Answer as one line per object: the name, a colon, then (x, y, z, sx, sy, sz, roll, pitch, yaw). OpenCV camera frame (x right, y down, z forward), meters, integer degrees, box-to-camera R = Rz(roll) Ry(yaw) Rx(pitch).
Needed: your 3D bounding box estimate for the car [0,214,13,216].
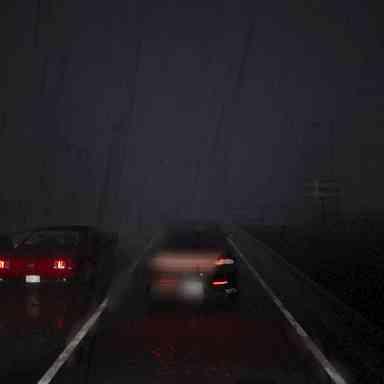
car: (-6.939, 1.547, 8.791, 2.033, 1.411, 5.357, 0, 0, 0)

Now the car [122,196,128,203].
car: (-14.992, 1.552, 71.552, 1.994, 1.385, 4.181, 0, 0, 0)

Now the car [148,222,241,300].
car: (0.058, 1.492, 8.366, 2.128, 1.511, 4.902, 0, 0, 0)

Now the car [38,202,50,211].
car: (-19.340, 1.477, 39.062, 5.008, 1.535, 1.882, 0, 0, -1)

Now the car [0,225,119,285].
car: (-3.434, 1.601, 9.452, 1.895, 1.301, 4.718, 0, 0, 0)

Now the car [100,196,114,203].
car: (-18.492, 1.524, 72.229, 1.812, 1.442, 4.674, 0, 0, 0)

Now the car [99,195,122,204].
car: (-14.995, 1.352, 61.514, 2.097, 1.767, 4.553, 0, 0, 0)

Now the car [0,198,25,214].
car: (-19.358, 1.491, 32.061, 4.902, 1.511, 2.128, 0, 0, -1)

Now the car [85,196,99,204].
car: (-18.493, 1.477, 62.128, 1.882, 1.535, 5.008, 0, 0, 0)

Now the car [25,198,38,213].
car: (-19.641, 1.477, 35.559, 5.008, 1.535, 1.882, 0, 0, -1)
